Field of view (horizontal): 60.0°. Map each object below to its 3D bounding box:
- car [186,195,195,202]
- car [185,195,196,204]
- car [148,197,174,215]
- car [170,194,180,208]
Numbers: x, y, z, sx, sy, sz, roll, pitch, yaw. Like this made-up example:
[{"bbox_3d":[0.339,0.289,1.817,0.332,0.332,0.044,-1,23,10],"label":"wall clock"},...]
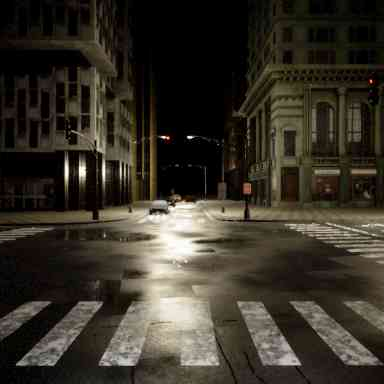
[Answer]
[{"bbox_3d":[-0.404,1.455,73.734,1.994,1.385,4.181,0,0,0],"label":"car"},{"bbox_3d":[-0.239,1.452,63.922,1.812,1.442,4.674,0,0,0],"label":"car"},{"bbox_3d":[-3.205,1.529,33.647,2.033,1.411,5.357,0,0,0],"label":"car"},{"bbox_3d":[-3.310,1.450,47.882,2.128,1.511,4.902,0,0,0],"label":"car"}]
